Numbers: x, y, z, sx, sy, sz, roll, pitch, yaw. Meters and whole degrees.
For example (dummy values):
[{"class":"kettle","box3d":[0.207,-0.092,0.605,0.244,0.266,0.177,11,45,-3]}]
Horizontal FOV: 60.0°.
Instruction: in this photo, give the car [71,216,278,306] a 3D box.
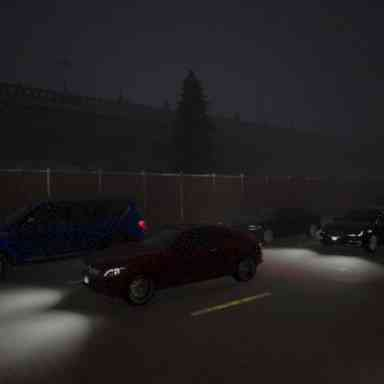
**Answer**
[{"class":"car","box3d":[-0.243,1.491,8.101,4.674,1.442,1.812,0,0,-35]}]

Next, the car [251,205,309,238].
[{"class":"car","box3d":[3.943,1.381,15.385,5.008,1.535,1.882,-1,0,-35]}]

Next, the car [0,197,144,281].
[{"class":"car","box3d":[-4.016,1.204,9.715,5.566,2.045,2.150,-1,0,-35]}]

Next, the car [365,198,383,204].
[{"class":"car","box3d":[11.925,1.176,21.035,4.553,1.767,2.097,-1,0,-35]}]

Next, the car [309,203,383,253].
[{"class":"car","box3d":[7.087,1.397,13.323,4.892,1.490,1.837,-1,0,-35]}]
